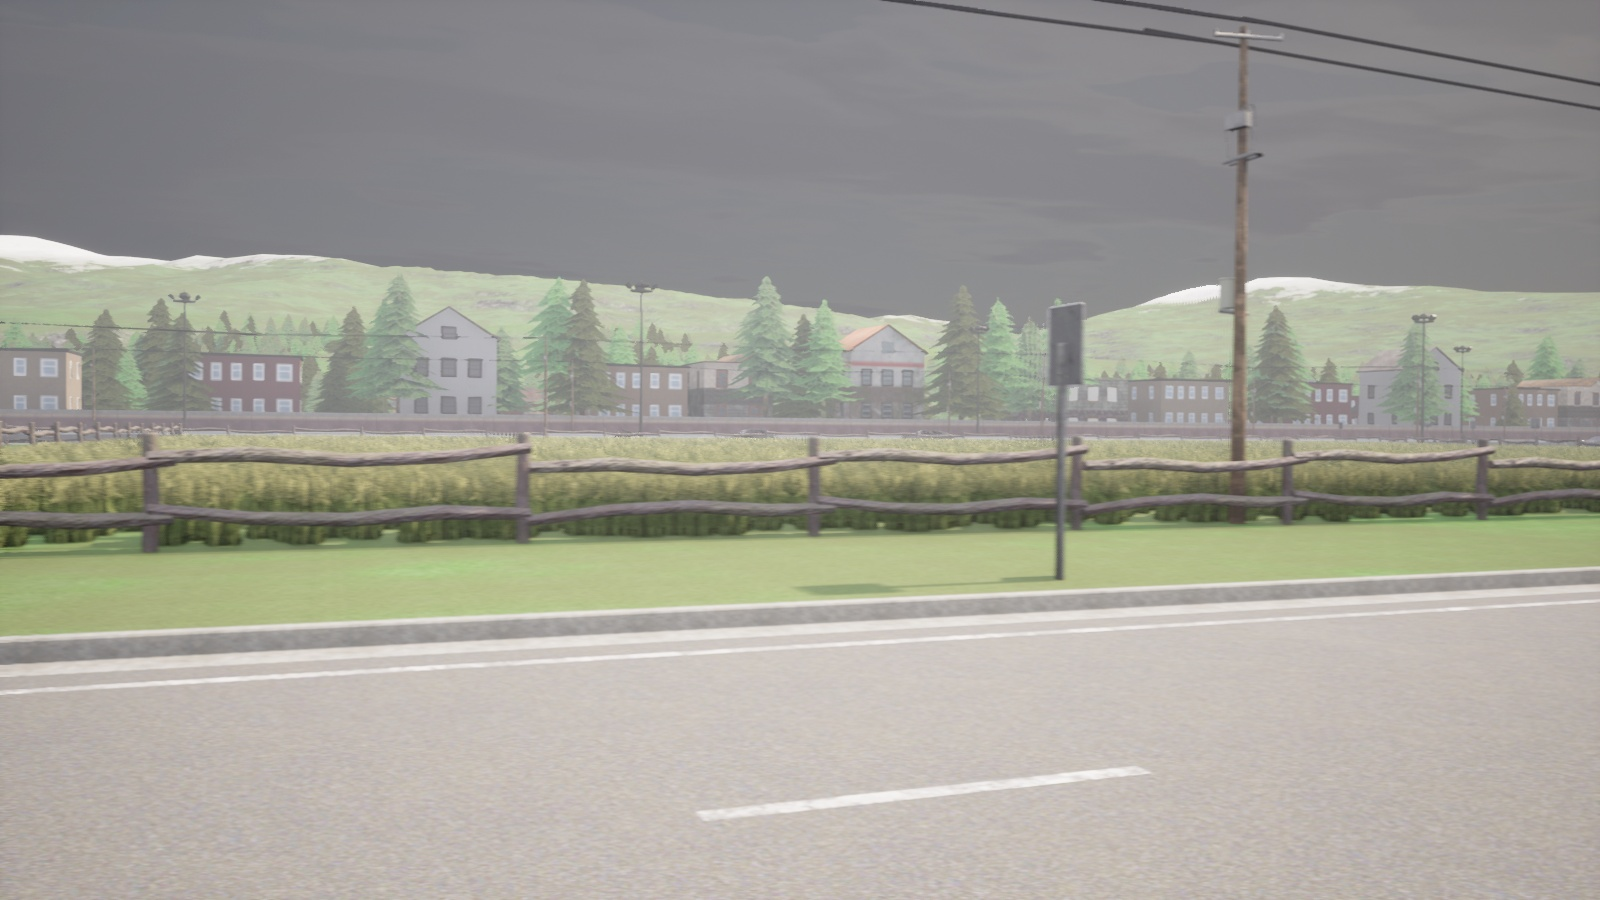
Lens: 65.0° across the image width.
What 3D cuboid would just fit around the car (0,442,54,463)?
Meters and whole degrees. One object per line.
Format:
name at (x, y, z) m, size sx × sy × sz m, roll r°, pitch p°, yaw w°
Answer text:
car at (-52.311, 0.157, 83.104) m, size 4.718 × 1.301 × 1.895 m, roll -1°, pitch 1°, yaw -21°
